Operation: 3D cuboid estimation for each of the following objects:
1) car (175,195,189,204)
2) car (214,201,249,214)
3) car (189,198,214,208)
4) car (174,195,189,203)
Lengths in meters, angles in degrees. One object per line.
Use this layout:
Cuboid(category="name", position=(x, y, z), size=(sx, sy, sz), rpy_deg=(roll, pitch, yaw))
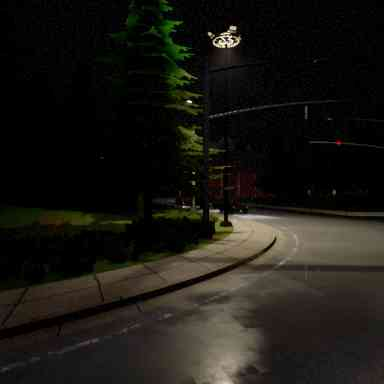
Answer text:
Cuboid(category="car", position=(-1.202, 1.352, 55.210), size=(2.097, 1.767, 4.553), rpy_deg=(0, 0, -17))
Cuboid(category="car", position=(4.354, 1.601, 35.633), size=(1.895, 1.301, 4.718), rpy_deg=(0, 0, -15))
Cuboid(category="car", position=(1.674, 1.221, 45.322), size=(2.150, 2.045, 5.566), rpy_deg=(0, 0, -16))
Cuboid(category="car", position=(-2.276, 1.500, 70.999), size=(2.128, 1.511, 4.902), rpy_deg=(0, 0, -17))
